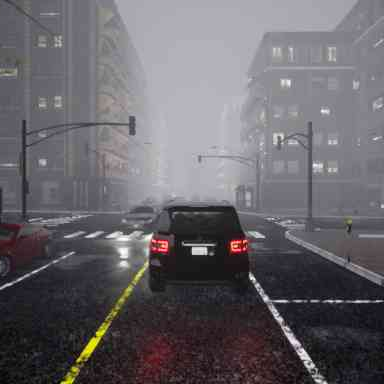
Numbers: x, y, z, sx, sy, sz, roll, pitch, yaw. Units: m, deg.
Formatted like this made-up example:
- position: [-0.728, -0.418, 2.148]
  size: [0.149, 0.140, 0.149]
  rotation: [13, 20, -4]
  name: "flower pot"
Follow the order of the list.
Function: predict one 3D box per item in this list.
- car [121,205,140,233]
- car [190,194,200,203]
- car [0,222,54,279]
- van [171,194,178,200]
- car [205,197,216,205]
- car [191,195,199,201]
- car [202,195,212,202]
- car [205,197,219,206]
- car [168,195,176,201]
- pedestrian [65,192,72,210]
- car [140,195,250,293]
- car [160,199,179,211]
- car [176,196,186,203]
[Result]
- position: [-2.923, 1.524, 19.831]
  size: [1.812, 1.442, 4.674]
  rotation: [0, 0, 1]
  name: "car"
- position: [0.702, 1.354, 72.859]
  size: [2.097, 1.767, 4.553]
  rotation: [0, 0, 1]
  name: "car"
- position: [-5.609, 1.581, 9.952]
  size: [1.802, 1.307, 4.206]
  rotation: [0, 0, 1]
  name: "car"
- position: [-4.815, 1.340, 93.108]
  size: [1.690, 1.788, 3.998]
  rotation: [0, 0, 1]
  name: "van"
- position: [3.242, 1.543, 59.190]
  size: [1.887, 1.381, 4.507]
  rotation: [0, 0, 1]
  name: "car"
- position: [0.781, 1.477, 82.636]
  size: [1.882, 1.535, 5.008]
  rotation: [0, 0, 1]
  name: "car"
- position: [3.403, 1.439, 76.106]
  size: [1.967, 1.590, 4.097]
  rotation: [0, 0, 1]
  name: "car"
- position: [3.188, 1.549, 53.552]
  size: [2.008, 1.369, 4.403]
  rotation: [0, 0, 1]
  name: "car"
- position: [-4.924, 1.525, 81.660]
  size: [1.752, 1.417, 4.829]
  rotation: [0, 0, 1]
  name: "car"
- position: [-12.405, 0.902, 33.421]
  size: [0.375, 1.860, 0.375]
  rotation: [0, -1, 0]
  name: "pedestrian"
- position: [0.169, 1.221, 9.035]
  size: [2.150, 2.045, 5.566]
  rotation: [0, 0, 1]
  name: "car"
- position: [-2.721, 1.562, 40.763]
  size: [1.994, 1.385, 4.181]
  rotation: [0, 0, 1]
  name: "car"
- position: [-2.332, 1.551, 71.047]
  size: [1.994, 1.385, 4.181]
  rotation: [0, 0, 1]
  name: "car"
